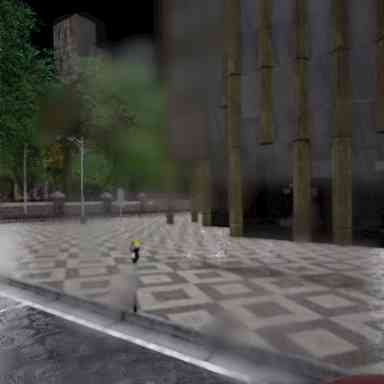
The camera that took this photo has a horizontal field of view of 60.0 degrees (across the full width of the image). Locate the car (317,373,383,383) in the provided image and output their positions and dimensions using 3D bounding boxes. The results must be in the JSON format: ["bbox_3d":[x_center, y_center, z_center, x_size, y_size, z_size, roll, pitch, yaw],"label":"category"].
[{"bbox_3d":[2.428,1.569,1.233,4.206,1.307,1.802,-1,0,36],"label":"car"}]
